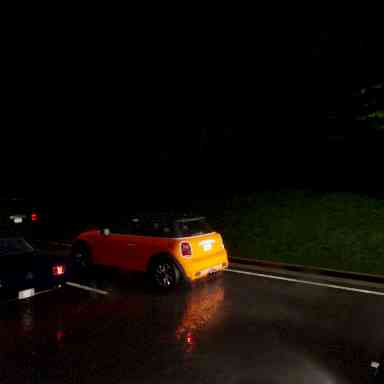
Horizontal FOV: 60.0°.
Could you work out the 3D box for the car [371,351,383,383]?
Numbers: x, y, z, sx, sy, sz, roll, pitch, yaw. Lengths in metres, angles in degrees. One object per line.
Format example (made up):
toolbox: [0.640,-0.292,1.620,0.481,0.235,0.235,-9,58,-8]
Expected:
car: [3.691,1.547,1.353,5.357,1.411,2.033,0,0,35]

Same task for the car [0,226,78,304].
car: [-4.881,1.601,7.476,4.718,1.301,1.895,0,0,35]

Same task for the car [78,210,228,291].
car: [-1.355,1.352,9.263,4.553,1.767,2.097,0,0,36]

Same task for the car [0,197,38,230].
car: [-9.102,1.222,14.788,5.566,2.045,2.150,0,0,36]
